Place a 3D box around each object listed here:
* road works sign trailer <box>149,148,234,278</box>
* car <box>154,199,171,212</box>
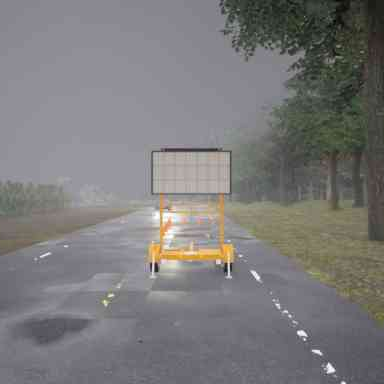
[{"bbox_3d":[-0.015,0.480,10.139,2.380,3.560,2.880,0,0,0],"label":"road works sign trailer"},{"bbox_3d":[-3.568,1.650,40.802,2.128,1.511,4.902,0,0,0],"label":"car"}]
